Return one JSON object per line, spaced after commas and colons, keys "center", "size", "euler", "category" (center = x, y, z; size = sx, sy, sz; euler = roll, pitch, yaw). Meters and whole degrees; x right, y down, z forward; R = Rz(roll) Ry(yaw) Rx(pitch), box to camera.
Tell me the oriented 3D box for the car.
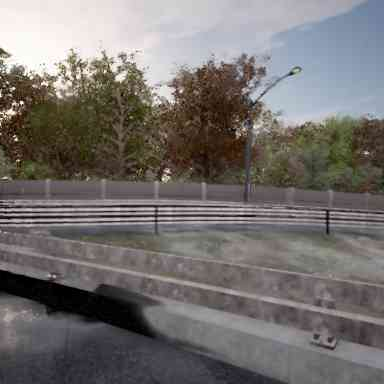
{"center": [3.874, 1.521, 23.401], "size": [4.902, 1.511, 2.128], "euler": [2, 0, -15], "category": "car"}
